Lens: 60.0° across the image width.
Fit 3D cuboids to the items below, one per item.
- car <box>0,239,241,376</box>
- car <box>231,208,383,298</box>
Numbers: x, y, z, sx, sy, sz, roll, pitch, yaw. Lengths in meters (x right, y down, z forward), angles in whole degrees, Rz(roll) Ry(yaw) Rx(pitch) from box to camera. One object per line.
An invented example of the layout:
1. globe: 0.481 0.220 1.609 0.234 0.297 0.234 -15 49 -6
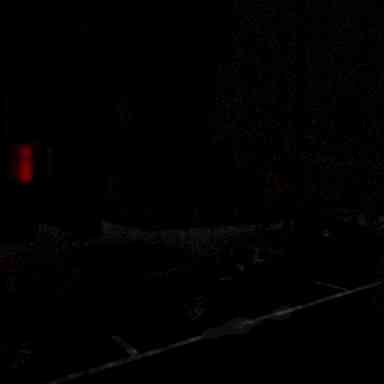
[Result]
1. car: -1.474 1.584 5.600 4.313 1.339 1.947 1 -1 -36
2. car: 3.115 1.386 8.876 5.009 1.841 2.192 1 -1 -36
